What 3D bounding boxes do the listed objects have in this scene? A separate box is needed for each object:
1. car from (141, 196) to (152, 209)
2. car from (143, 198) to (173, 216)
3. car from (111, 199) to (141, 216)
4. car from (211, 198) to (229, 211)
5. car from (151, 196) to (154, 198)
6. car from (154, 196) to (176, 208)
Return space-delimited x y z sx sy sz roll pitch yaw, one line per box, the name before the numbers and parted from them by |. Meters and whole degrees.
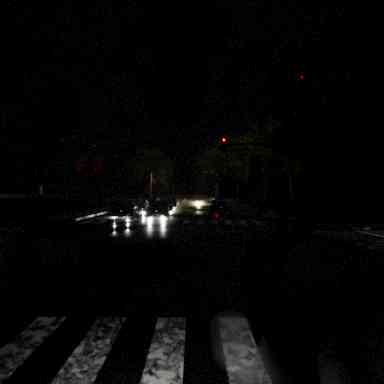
car | -6.570 1.579 42.214 1.895 1.301 4.718 0 0 0
car | -3.243 1.551 32.250 1.994 1.385 4.181 0 0 0
car | -6.499 1.550 32.379 1.994 1.385 4.181 0 0 -1
car | 3.338 1.506 40.309 1.812 1.442 4.674 0 0 0
car | -6.638 1.447 52.704 1.882 1.535 5.008 0 0 0
car | -3.312 1.457 41.295 1.882 1.535 5.008 0 0 0
